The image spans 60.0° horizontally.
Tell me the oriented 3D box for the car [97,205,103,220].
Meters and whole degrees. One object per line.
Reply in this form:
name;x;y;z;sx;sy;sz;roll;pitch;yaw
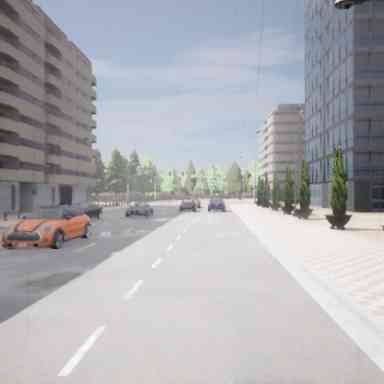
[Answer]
car;-8.768;1.588;26.788;1.882;1.535;5.008;0;0;5

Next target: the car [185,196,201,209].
car;0.244;1.565;50.609;2.097;1.767;4.553;0;0;5

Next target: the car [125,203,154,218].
car;-4.886;1.695;31.317;1.994;1.385;4.181;0;0;5

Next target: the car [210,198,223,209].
car;3.758;1.719;50.626;1.837;1.490;4.892;0;0;5

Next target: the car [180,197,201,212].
car;-0.439;1.666;41.485;2.128;1.511;4.902;0;0;5

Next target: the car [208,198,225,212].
car;3.075;1.527;41.464;2.097;1.767;4.553;0;0;5

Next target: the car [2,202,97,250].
car;-6.185;1.411;14.716;2.097;1.767;4.553;0;0;5
